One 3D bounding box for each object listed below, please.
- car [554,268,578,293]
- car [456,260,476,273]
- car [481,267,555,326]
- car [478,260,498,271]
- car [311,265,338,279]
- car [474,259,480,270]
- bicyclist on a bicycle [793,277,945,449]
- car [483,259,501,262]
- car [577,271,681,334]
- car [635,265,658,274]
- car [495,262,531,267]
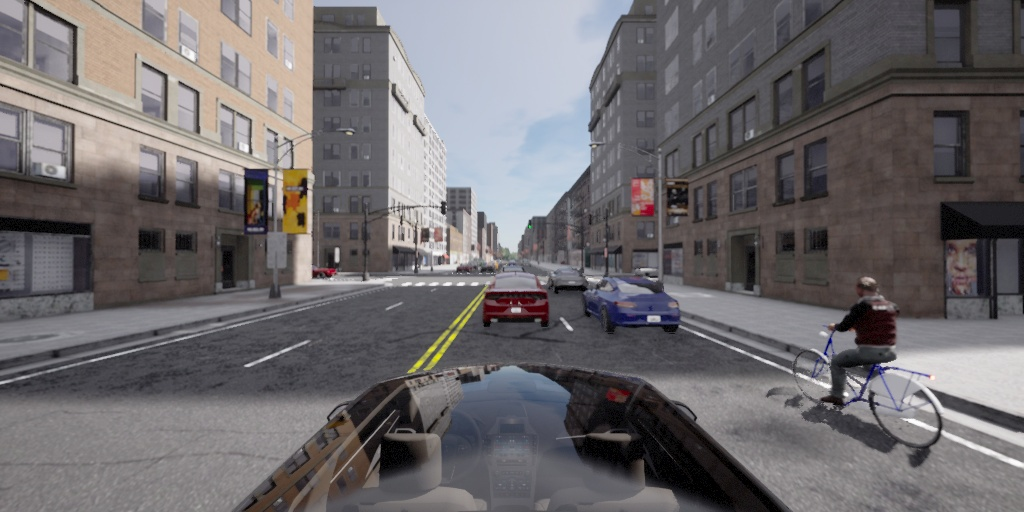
[{"bbox_3d":[3.299,1.429,21.657,1.994,1.385,4.181,0,0,1],"label":"car"},{"bbox_3d":[-6.555,1.634,50.010,1.895,1.301,4.718,0,0,0],"label":"car"},{"bbox_3d":[0.112,1.285,11.906,1.882,1.535,5.008,0,0,0],"label":"car"},{"bbox_3d":[-3.295,1.635,50.055,1.895,1.301,4.718,0,0,0],"label":"car"},{"bbox_3d":[-19.239,1.514,33.992,4.718,1.301,1.895,0,-1,-2],"label":"car"},{"bbox_3d":[-6.528,1.591,59.113,1.837,1.490,4.892,0,0,0],"label":"car"},{"bbox_3d":[4.148,1.136,4.385,0.659,1.776,1.843,0,0,0],"label":"bicyclist on a bicycle"},{"bbox_3d":[-3.274,1.566,59.448,1.882,1.535,5.008,0,0,0],"label":"car"},{"bbox_3d":[3.356,1.327,10.767,1.812,1.442,4.674,0,0,0],"label":"car"},{"bbox_3d":[15.086,1.604,36.776,4.718,1.301,1.895,0,-1,1],"label":"car"},{"bbox_3d":[0.001,1.378,22.969,1.837,1.490,4.892,0,0,-2],"label":"car"}]
